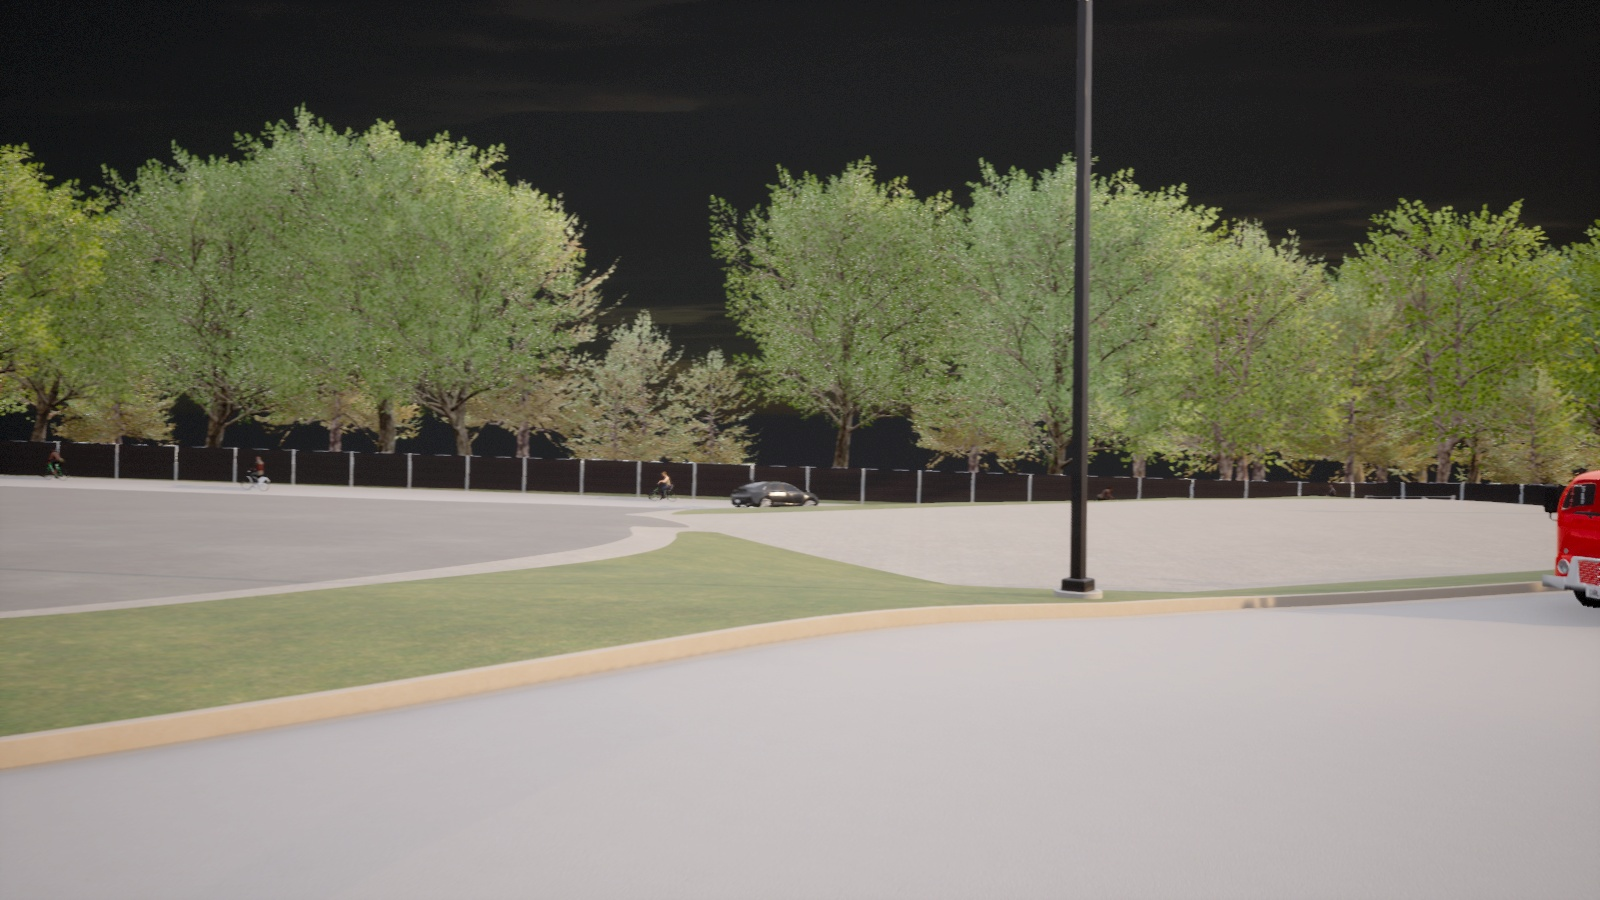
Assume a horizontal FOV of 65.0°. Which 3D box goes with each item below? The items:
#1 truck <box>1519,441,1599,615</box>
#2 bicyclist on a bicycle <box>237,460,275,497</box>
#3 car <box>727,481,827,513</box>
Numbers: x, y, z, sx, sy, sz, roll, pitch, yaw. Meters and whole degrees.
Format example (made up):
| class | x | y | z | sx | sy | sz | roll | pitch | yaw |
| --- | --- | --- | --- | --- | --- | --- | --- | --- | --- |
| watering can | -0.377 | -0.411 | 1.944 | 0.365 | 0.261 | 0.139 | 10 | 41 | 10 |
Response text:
| class | x | y | z | sx | sy | sz | roll | pitch | yaw |
| --- | --- | --- | --- | --- | --- | --- | --- | --- | --- |
| truck | 13.918 | 1.109 | 18.783 | 5.204 | 2.467 | 2.627 | -1 | 1 | -17 |
| bicyclist on a bicycle | -27.430 | 1.423 | 63.321 | 1.843 | 1.776 | 0.659 | 2 | 2 | 22 |
| car | -1.081 | 2.343 | 62.340 | 4.892 | 1.490 | 1.837 | 2 | -2 | -41 |
